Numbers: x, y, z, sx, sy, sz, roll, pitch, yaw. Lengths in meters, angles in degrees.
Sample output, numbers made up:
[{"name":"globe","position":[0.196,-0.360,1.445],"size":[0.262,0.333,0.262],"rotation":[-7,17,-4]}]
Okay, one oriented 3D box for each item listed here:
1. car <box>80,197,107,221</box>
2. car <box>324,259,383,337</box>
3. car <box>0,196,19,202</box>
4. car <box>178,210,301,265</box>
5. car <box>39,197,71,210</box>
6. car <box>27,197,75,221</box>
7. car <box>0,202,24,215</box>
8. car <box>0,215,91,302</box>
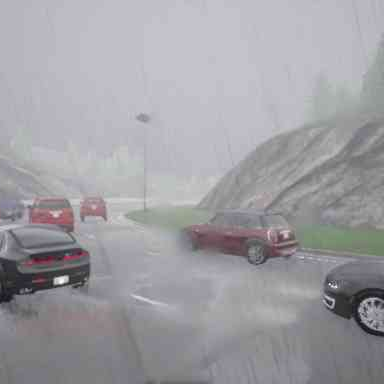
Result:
[{"name":"car","position":[-8.840,1.438,29.964],"size":[2.150,2.045,5.566],"rotation":[0,0,-17]},{"name":"car","position":[4.662,1.564,5.178],"size":[4.892,1.490,1.837],"rotation":[-1,0,35]},{"name":"car","position":[-20.842,1.454,37.064],"size":[2.150,2.045,5.566],"rotation":[0,-1,-3]},{"name":"car","position":[1.569,1.461,12.399],"size":[4.553,1.767,2.097],"rotation":[0,-1,44]},{"name":"car","position":[-20.447,1.690,49.869],"size":[2.097,1.767,4.553],"rotation":[0,-1,14]},{"name":"car","position":[-8.588,1.359,20.175],"size":[2.150,2.045,5.566],"rotation":[0,0,-29]},{"name":"car","position":[-15.408,1.777,27.781],"size":[1.895,1.301,4.718],"rotation":[0,0,-17]},{"name":"car","position":[-4.354,1.562,8.541],"size":[1.837,1.490,4.892],"rotation":[0,0,-44]}]
